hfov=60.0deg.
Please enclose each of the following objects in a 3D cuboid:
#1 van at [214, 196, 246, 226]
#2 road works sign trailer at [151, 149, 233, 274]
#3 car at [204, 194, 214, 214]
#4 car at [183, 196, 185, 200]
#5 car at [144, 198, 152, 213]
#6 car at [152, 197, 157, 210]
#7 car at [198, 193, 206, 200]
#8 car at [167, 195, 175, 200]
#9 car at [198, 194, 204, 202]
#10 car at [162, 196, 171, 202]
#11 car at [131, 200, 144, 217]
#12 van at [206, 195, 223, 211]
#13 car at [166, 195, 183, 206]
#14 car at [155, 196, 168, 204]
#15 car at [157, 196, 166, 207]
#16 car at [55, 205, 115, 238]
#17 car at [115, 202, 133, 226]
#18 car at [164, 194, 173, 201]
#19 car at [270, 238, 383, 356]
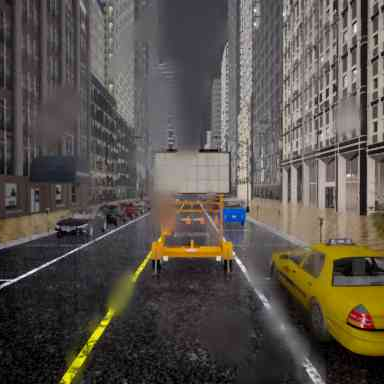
[{"bbox_3d":[2.685,1.336,23.153,1.690,1.788,3.998,-1,0,0],"label":"van"},{"bbox_3d":[0.003,0.462,10.502,2.380,3.560,2.880,0,0,0],"label":"road works sign trailer"},{"bbox_3d":[2.686,1.307,34.520,2.192,1.841,5.009,-1,0,0],"label":"car"},{"bbox_3d":[-2.986,1.549,90.503,1.994,1.385,4.181,0,0,0],"label":"car"},{"bbox_3d":[-5.693,1.543,34.522,2.008,1.369,4.403,-1,0,0],"label":"car"},{"bbox_3d":[-5.691,1.572,40.206,1.802,1.307,4.206,-1,0,0],"label":"car"},{"bbox_3d":[2.695,1.290,91.357,2.192,1.841,5.009,-1,0,0],"label":"car"},{"bbox_3d":[-5.683,1.501,91.189,1.752,1.417,4.829,-1,0,0],"label":"car"},{"bbox_3d":[2.693,1.535,62.938,2.008,1.369,4.403,-1,0,0],"label":"car"},{"bbox_3d":[-5.685,1.563,74.307,1.802,1.307,4.206,-1,0,0],"label":"car"},{"bbox_3d":[-5.693,1.538,28.838,1.887,1.381,4.507,-1,0,0],"label":"car"},{"bbox_3d":[2.687,1.332,40.204,1.690,1.788,3.998,-1,0,0],"label":"van"},{"bbox_3d":[-3.059,1.338,53.140,2.097,1.767,4.553,0,0,0],"label":"car"},{"bbox_3d":[-5.687,1.535,62.940,2.008,1.369,4.403,-1,0,0],"label":"car"},{"bbox_3d":[-5.690,1.538,51.573,2.008,1.369,4.403,-1,0,0],"label":"car"},{"bbox_3d":[-5.695,1.547,17.471,2.008,1.369,4.403,-1,0,0],"label":"car"},{"bbox_3d":[-5.694,1.560,23.155,1.947,1.339,4.313,-1,0,0],"label":"car"},{"bbox_3d":[-5.686,1.419,79.991,1.967,1.590,4.097,-1,0,0],"label":"car"},{"bbox_3d":[2.684,1.524,6.272,1.752,1.417,4.829,-1,0,0],"label":"car"}]
